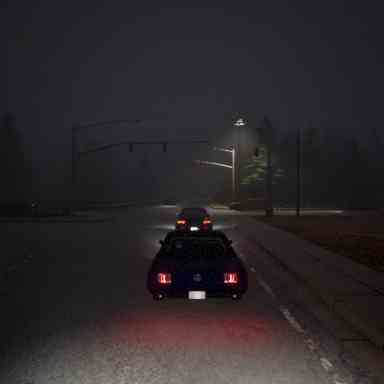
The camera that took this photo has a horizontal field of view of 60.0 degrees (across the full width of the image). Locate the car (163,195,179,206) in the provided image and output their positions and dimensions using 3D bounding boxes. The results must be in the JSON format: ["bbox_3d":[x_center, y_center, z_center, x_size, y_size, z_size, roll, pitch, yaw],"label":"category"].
[{"bbox_3d":[-3.591,1.528,54.541,1.994,1.385,4.181,0,0,0],"label":"car"}]

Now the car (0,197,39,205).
[{"bbox_3d":[-18.340,1.363,34.987,4.553,1.767,2.097,0,0,1],"label":"car"}]

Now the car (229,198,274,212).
[{"bbox_3d":[6.791,1.476,38.234,5.008,1.535,1.882,0,0,1],"label":"car"}]

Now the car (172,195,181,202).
[{"bbox_3d":[-3.418,1.428,74.114,1.882,1.535,5.008,0,0,1],"label":"car"}]

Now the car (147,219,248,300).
[{"bbox_3d":[0.099,1.596,8.299,1.895,1.301,4.718,0,0,0],"label":"car"}]

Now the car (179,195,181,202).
[{"bbox_3d":[-3.548,1.522,63.809,1.994,1.385,4.181,0,0,1],"label":"car"}]

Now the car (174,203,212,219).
[{"bbox_3d":[0.100,1.511,17.354,1.812,1.442,4.674,0,0,0],"label":"car"}]

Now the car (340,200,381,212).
[{"bbox_3d":[19.174,1.557,38.009,4.181,1.385,1.994,0,0,1],"label":"car"}]
